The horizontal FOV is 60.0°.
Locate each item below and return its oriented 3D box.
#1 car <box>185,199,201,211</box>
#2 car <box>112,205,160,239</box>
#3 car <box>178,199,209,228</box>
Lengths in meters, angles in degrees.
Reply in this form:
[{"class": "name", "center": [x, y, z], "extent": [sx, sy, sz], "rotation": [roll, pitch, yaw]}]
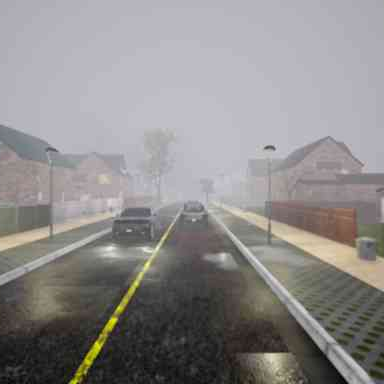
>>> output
[{"class": "car", "center": [0.120, 1.599, 41.510], "extent": [1.994, 1.385, 4.181], "rotation": [0, 0, 0]}, {"class": "car", "center": [-2.787, 1.464, 17.338], "extent": [1.882, 1.535, 5.008], "rotation": [0, 0, 1]}, {"class": "car", "center": [0.111, 1.479, 22.276], "extent": [2.128, 1.511, 4.902], "rotation": [0, 0, 0]}]
